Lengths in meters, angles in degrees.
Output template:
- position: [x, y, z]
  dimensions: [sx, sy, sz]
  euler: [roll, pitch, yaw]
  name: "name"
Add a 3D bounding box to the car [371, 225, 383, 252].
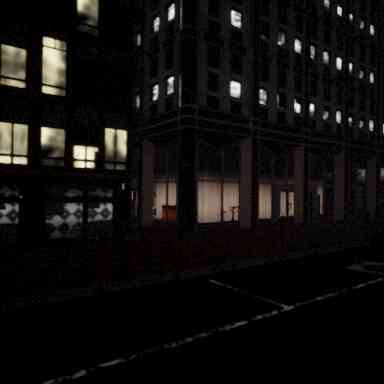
- position: [8.588, 1.564, 12.664]
  dimensions: [4.313, 1.339, 1.947]
  euler: [0, 1, -35]
  name: "car"
